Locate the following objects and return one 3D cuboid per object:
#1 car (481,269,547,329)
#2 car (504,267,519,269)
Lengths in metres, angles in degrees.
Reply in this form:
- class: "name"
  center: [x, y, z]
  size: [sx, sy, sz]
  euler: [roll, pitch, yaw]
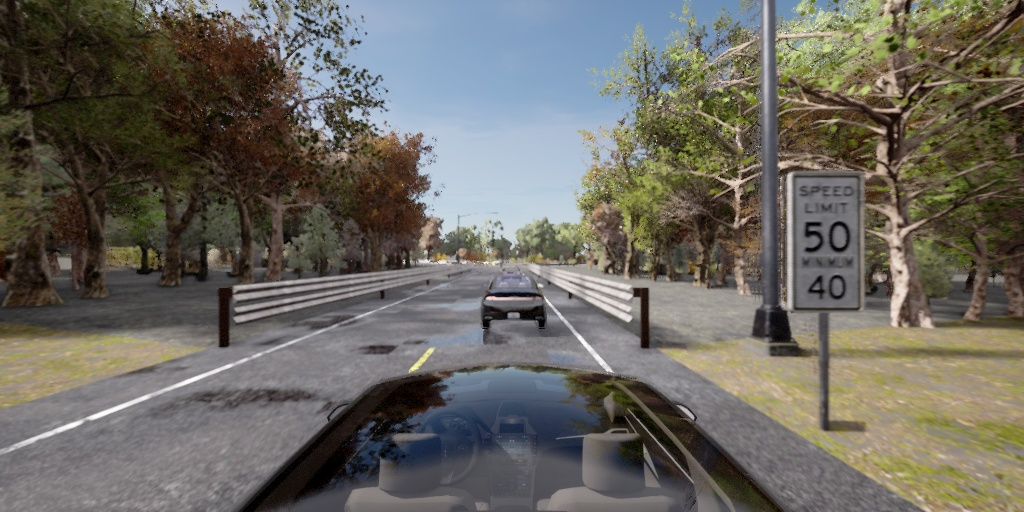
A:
- class: "car"
  center: [0.047, 1.349, 11.698]
  size: [2.128, 1.511, 4.902]
  euler: [0, 0, 0]
- class: "car"
  center: [-0.039, 1.693, 34.157]
  size: [1.895, 1.301, 4.718]
  euler: [0, -1, 0]
